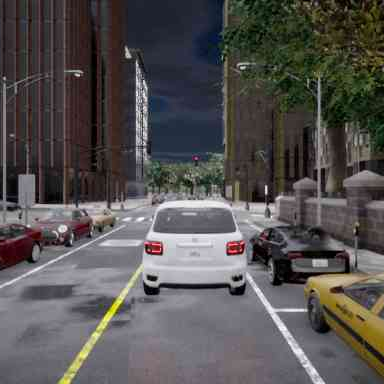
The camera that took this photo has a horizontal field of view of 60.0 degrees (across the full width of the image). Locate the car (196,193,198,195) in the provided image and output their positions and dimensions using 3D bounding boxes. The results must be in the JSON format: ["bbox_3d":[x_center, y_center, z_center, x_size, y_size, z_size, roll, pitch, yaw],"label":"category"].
[{"bbox_3d":[-0.045,1.537,78.675,1.812,1.442,4.674,0,0,0],"label":"car"}]

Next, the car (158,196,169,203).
[{"bbox_3d":[-5.802,1.590,68.418,1.802,1.307,4.206,0,0,0],"label":"car"}]

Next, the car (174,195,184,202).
[{"bbox_3d":[-3.044,1.545,77.316,2.033,1.411,5.357,0,0,0],"label":"car"}]

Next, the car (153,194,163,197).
[{"bbox_3d":[-5.797,1.319,57.543,2.192,1.841,5.009,0,0,0],"label":"car"}]

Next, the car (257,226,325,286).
[{"bbox_3d":[2.755,1.564,9.228,1.947,1.339,4.313,0,0,0],"label":"car"}]

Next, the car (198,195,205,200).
[{"bbox_3d":[2.707,1.548,95.781,1.752,1.417,4.829,0,0,0],"label":"car"}]

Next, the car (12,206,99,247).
[{"bbox_3d":[-5.773,1.438,14.679,1.967,1.590,4.097,0,0,0],"label":"car"}]

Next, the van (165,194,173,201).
[{"bbox_3d":[-5.812,1.357,84.731,1.690,1.788,3.998,0,0,0],"label":"van"}]

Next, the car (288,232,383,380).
[{"bbox_3d":[2.758,1.525,3.942,1.752,1.417,4.829,0,0,0],"label":"car"}]

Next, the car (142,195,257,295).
[{"bbox_3d":[0.061,1.220,8.819,2.150,2.045,5.566,0,0,0],"label":"car"}]

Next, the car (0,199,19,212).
[{"bbox_3d":[-19.189,1.197,31.530,5.357,1.411,2.033,1,0,-5],"label":"car"}]

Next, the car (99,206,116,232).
[{"bbox_3d":[-5.776,1.523,19.965,1.752,1.417,4.829,0,0,0],"label":"car"}]

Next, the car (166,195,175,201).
[{"bbox_3d":[-5.815,1.570,90.169,2.008,1.369,4.403,0,0,0],"label":"car"}]

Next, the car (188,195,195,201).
[{"bbox_3d":[-0.050,1.518,88.581,1.837,1.490,4.892,0,0,0],"label":"car"}]

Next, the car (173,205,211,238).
[{"bbox_3d":[0.013,1.524,18.464,1.812,1.442,4.674,0,0,1],"label":"car"}]

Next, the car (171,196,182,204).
[{"bbox_3d":[-3.060,1.571,66.976,1.994,1.385,4.181,0,0,1],"label":"car"}]

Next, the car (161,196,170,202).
[{"bbox_3d":[-5.805,1.536,73.686,1.752,1.417,4.829,0,0,0],"label":"car"}]

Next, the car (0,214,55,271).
[{"bbox_3d":[-5.770,1.543,9.222,1.887,1.381,4.507,0,0,0],"label":"car"}]

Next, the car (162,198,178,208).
[{"bbox_3d":[-3.123,1.565,48.107,1.994,1.385,4.181,0,0,0],"label":"car"}]

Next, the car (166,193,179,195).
[{"bbox_3d":[-3.117,1.482,57.132,1.882,1.535,5.008,0,0,0],"label":"car"}]
